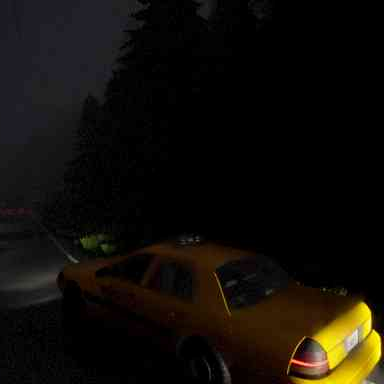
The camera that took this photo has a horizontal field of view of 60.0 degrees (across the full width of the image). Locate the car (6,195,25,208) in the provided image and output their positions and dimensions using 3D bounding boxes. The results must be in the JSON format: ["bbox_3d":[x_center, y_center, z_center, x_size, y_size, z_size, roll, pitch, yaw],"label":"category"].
[{"bbox_3d":[-21.193,1.060,40.013,2.128,1.511,4.902,-2,2,-27],"label":"car"}]

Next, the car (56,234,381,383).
[{"bbox_3d":[-0.252,1.418,5.070,5.366,1.575,1.801,1,1,44],"label":"car"}]
